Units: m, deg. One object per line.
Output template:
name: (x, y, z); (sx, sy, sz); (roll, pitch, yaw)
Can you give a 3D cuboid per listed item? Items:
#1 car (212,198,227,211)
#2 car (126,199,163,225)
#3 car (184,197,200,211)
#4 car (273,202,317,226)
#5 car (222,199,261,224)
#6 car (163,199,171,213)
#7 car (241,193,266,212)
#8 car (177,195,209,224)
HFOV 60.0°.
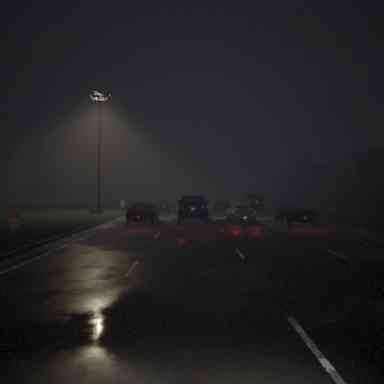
car: (3.556, 1.443, 40.247); (2.128, 1.511, 4.902); (0, 0, 0)
car: (-3.438, 1.448, 23.779); (1.882, 1.535, 5.008); (0, 0, 0)
car: (0.060, 1.425, 41.843); (1.882, 1.535, 5.008); (0, 0, 0)
car: (7.061, 1.449, 23.185); (1.882, 1.535, 5.008); (0, 0, 0)
car: (3.567, 1.495, 24.671); (1.812, 1.442, 4.674); (0, 0, 0)
car: (-3.457, 1.501, 36.930); (2.033, 1.411, 5.357); (0, 0, 0)
car: (7.052, 1.175, 38.569); (2.150, 2.045, 5.566); (0, 0, 0)
car: (0.082, 1.193, 24.610); (2.150, 2.045, 5.566); (0, 0, 0)
